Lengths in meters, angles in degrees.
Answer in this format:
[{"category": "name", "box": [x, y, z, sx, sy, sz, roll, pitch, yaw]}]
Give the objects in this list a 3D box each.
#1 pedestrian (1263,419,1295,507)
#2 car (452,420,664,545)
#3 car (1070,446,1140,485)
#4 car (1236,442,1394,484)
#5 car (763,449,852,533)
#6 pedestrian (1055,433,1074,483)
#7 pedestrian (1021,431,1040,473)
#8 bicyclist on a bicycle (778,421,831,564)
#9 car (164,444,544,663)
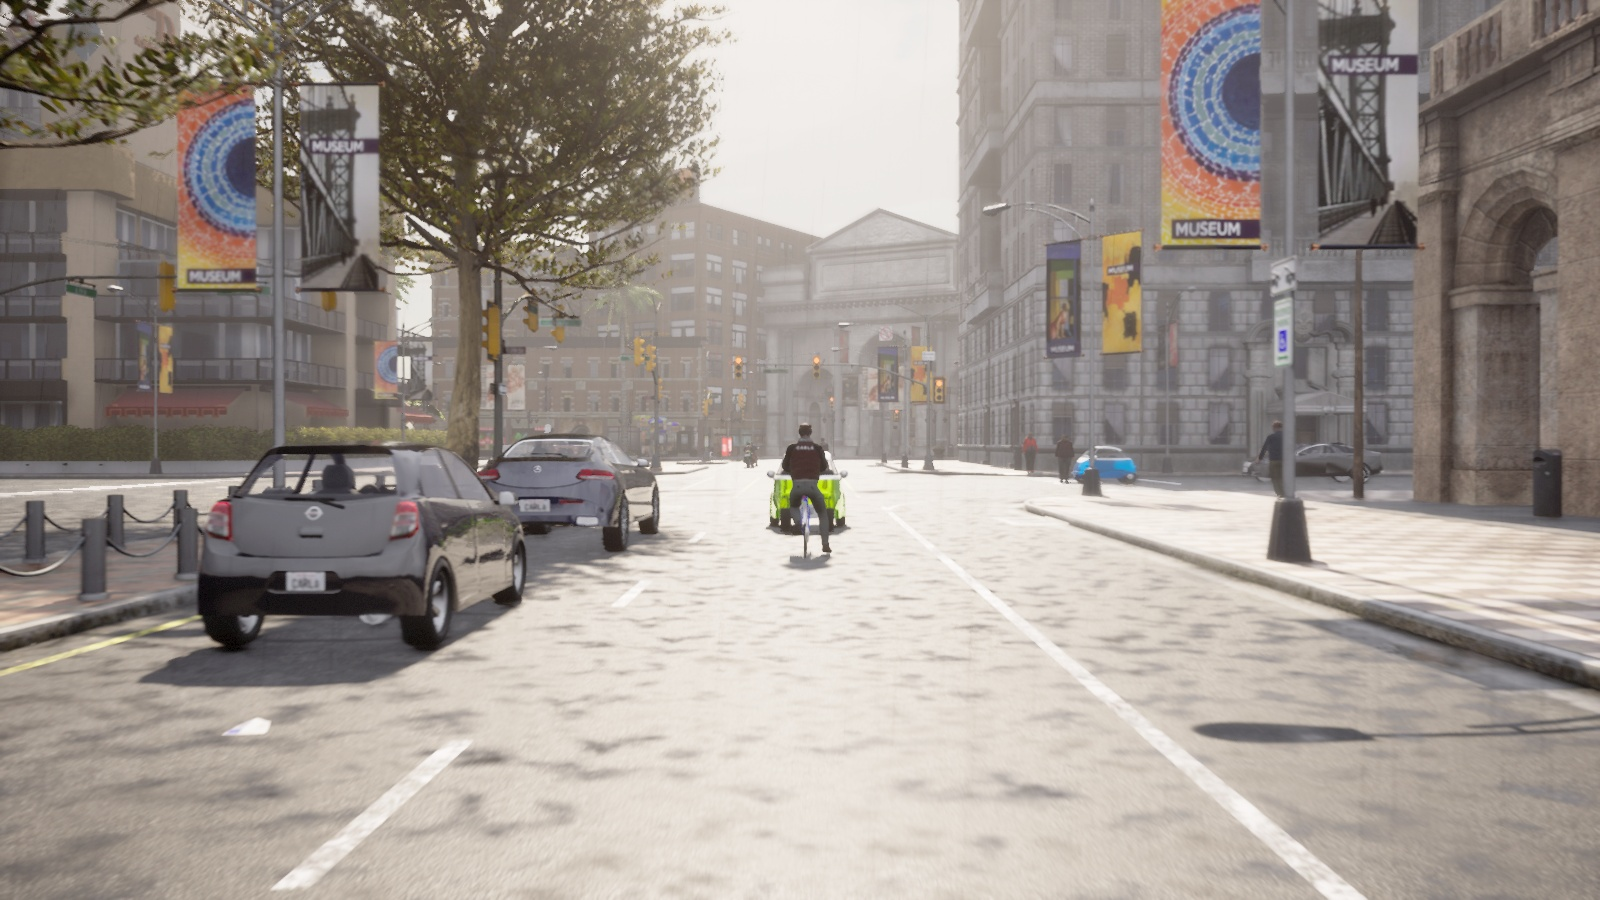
[{"category": "pedestrian", "box": [10.151, 0.261, 26.627, 0.402, 1.842, 0.726, 0, 0, 0]}, {"category": "car", "box": [-3.455, 0.415, 19.041, 2.152, 1.651, 5.027, 0, 0, 1]}, {"category": "car", "box": [11.155, 0.551, 45.993, 2.207, 1.376, 1.481, 0, 0, 0]}, {"category": "car", "box": [18.798, 0.459, 45.993, 4.902, 1.511, 2.128, 0, 0, 0]}, {"category": "car", "box": [0.128, 0.678, 21.952, 1.481, 1.376, 2.207, 0, 1, 1]}, {"category": "pedestrian", "box": [9.832, 0.282, 46.652, 0.634, 1.844, 0.899, 0, 0, 14]}, {"category": "pedestrian", "box": [10.275, 0.096, 55.929, 0.634, 1.844, 0.899, 0, 0, -4]}, {"category": "bicyclist on a bicycle", "box": [0.073, 0.524, 16.588, 0.659, 1.776, 1.843, 0, 1, 1]}, {"category": "car", "box": [-3.426, 0.699, 10.424, 1.845, 1.501, 3.633, 0, 0, 0]}]
